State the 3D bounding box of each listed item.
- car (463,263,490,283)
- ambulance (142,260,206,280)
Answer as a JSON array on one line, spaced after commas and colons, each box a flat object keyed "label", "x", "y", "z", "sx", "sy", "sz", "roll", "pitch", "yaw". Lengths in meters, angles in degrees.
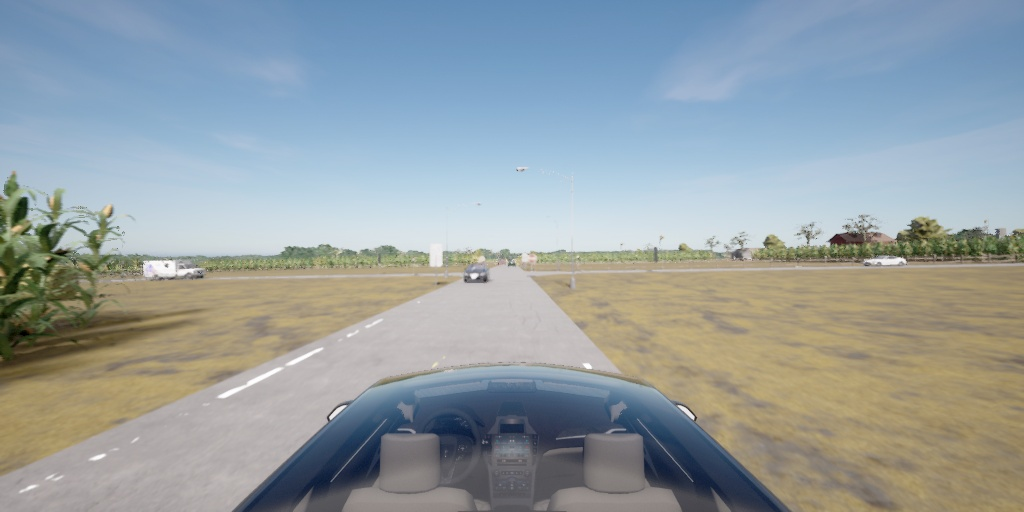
[{"label": "car", "x": -2.806, "y": 1.366, "z": 29.250, "sx": 2.128, "sy": 1.511, "sz": 4.902, "roll": 0, "pitch": 0, "yaw": 1}, {"label": "ambulance", "x": -42.203, "y": 1.747, "z": 45.011, "sx": 6.366, "sy": 2.431, "sz": 2.351, "roll": -1, "pitch": 0, "yaw": 0}]
